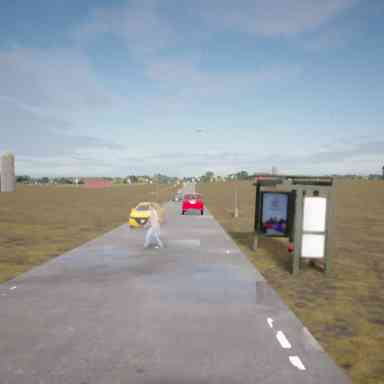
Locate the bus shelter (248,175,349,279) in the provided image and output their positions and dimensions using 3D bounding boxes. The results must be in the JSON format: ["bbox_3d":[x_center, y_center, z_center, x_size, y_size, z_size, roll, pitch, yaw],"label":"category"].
[{"bbox_3d":[3.177,0.867,10.879,1.920,2.740,3.880,2,2,0],"label":"bus shelter"}]

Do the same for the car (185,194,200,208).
[{"bbox_3d":[0.067,1.203,47.276,2.097,1.767,4.553,0,0,0],"label":"car"}]

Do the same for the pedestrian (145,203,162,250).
[{"bbox_3d":[-1.479,1.282,12.572,0.375,1.860,0.375,-3,3,-10],"label":"pedestrian"}]

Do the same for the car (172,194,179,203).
[{"bbox_3d":[-2.813,1.221,63.570,2.128,1.511,4.902,0,1,1],"label":"car"}]

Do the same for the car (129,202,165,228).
[{"bbox_3d":[-2.853,1.445,21.925,1.882,1.535,5.008,0,0,0],"label":"car"}]

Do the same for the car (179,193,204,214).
[{"bbox_3d":[0.091,1.143,34.720,2.150,2.045,5.566,0,0,1],"label":"car"}]
